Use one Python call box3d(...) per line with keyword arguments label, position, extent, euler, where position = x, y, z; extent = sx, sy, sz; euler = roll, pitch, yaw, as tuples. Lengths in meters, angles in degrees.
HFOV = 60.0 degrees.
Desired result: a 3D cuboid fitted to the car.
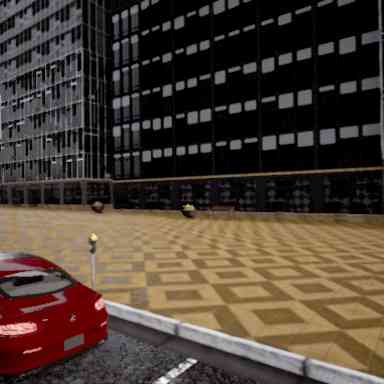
box3d(label="car", position=(-3.053, 1.589, 5.066), extent=(4.206, 1.307, 1.802), euler=(0, -1, 36))
